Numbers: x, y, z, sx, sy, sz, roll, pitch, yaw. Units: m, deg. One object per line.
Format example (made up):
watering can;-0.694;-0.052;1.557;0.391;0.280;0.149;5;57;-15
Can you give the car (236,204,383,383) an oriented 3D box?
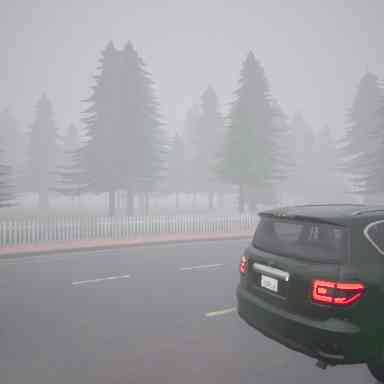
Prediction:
car;3.348;1.222;5.366;5.566;2.045;2.150;0;0;-27
